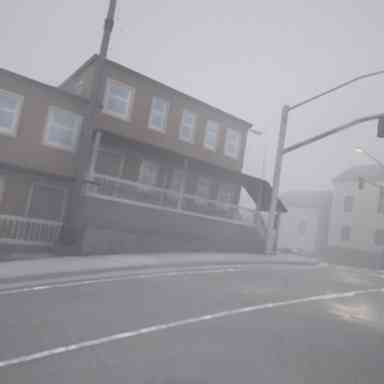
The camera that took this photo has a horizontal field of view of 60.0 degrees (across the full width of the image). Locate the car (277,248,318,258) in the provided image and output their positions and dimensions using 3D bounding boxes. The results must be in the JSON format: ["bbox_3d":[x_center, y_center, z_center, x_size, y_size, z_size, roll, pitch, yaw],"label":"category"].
[{"bbox_3d":[8.428,5.493,28.345,1.812,1.442,4.674,13,-16,-34],"label":"car"}]
